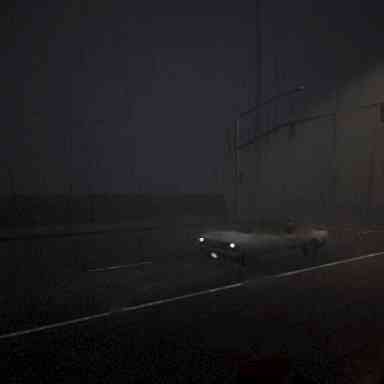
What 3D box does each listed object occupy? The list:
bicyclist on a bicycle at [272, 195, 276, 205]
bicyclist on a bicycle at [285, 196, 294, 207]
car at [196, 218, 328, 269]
[{"bbox_3d":[13.481,1.300,54.438,0.582,1.620,1.656,0,0,21],"label":"bicyclist on a bicycle"},{"bbox_3d":[14.481,1.452,49.530,1.656,1.620,0.582,0,0,-23],"label":"bicyclist on a bicycle"},{"bbox_3d":[2.473,1.601,11.292,4.718,1.301,1.895,0,0,-36],"label":"car"}]
